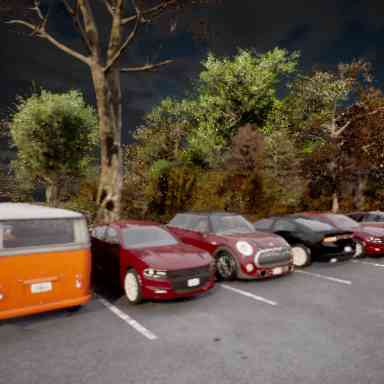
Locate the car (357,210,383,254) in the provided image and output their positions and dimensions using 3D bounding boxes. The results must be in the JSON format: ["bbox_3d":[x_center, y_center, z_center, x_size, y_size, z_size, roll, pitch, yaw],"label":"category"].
[{"bbox_3d":[5.479,1.563,13.507,2.097,1.535,5.008,0,0,-36],"label":"car"}]

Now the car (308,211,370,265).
[{"bbox_3d":[3.187,1.544,11.858,2.097,1.535,5.008,0,0,-36],"label":"car"}]

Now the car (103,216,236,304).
[{"bbox_3d":[-1.415,1.505,8.585,2.097,1.535,5.008,0,0,-36],"label":"car"}]

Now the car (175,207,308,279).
[{"bbox_3d":[0.869,1.399,10.247,2.185,1.767,4.553,0,0,-36],"label":"car"}]

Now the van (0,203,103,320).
[{"bbox_3d":[-3.672,1.261,7.108,1.878,1.987,4.442,1,0,-36],"label":"van"}]
